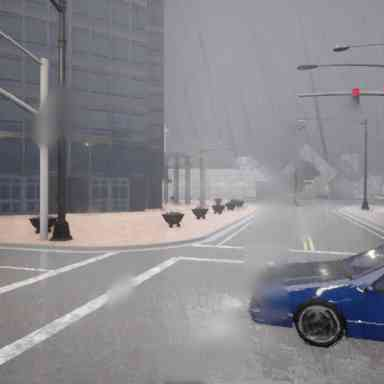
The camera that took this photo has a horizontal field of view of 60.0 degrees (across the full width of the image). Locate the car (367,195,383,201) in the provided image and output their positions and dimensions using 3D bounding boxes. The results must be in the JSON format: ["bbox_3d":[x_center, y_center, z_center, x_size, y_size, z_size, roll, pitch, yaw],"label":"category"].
[{"bbox_3d":[44.610,1.418,81.554,1.812,1.442,4.674,0,0,-27],"label":"car"}]

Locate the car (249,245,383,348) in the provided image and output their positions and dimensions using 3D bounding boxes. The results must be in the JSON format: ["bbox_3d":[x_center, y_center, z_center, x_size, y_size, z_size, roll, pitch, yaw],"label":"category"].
[{"bbox_3d":[3.657,1.541,5.126,5.357,1.411,2.033,0,0,17],"label":"car"}]
